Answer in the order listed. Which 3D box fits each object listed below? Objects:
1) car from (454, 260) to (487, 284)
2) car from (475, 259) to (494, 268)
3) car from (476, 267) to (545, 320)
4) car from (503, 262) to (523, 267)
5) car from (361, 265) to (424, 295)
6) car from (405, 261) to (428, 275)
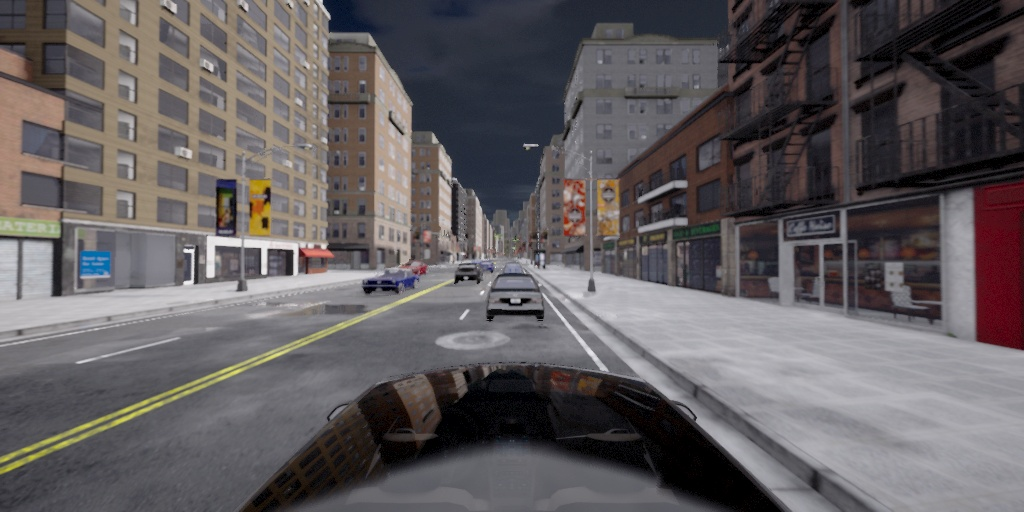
[{"bbox_3d":[-3.153,1.271,27.028,1.837,1.490,4.892,0,0,0],"label":"car"},{"bbox_3d":[-3.155,1.308,44.094,1.812,1.442,4.674,0,0,0],"label":"car"},{"bbox_3d":[0.090,1.303,12.589,2.033,1.411,5.357,0,0,0],"label":"car"},{"bbox_3d":[0.097,1.321,35.451,2.033,1.411,5.357,0,0,0],"label":"car"},{"bbox_3d":[-6.603,1.363,19.992,1.895,1.301,4.718,0,0,0],"label":"car"},{"bbox_3d":[-9.854,1.252,36.231,1.882,1.535,5.008,0,0,0],"label":"car"}]
